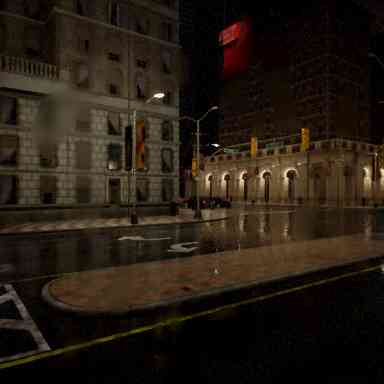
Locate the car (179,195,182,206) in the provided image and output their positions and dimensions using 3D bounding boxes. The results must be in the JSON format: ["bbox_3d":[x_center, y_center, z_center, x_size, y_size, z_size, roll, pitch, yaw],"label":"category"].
[{"bbox_3d":[-2.256,1.352,55.888,2.097,1.767,4.553,0,0,-35],"label":"car"}]

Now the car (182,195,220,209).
[{"bbox_3d":[1.196,1.352,44.987,2.097,1.767,4.553,0,0,-35],"label":"car"}]

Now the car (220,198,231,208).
[{"bbox_3d":[3.490,1.478,47.792,1.882,1.535,5.008,0,0,-36],"label":"car"}]
